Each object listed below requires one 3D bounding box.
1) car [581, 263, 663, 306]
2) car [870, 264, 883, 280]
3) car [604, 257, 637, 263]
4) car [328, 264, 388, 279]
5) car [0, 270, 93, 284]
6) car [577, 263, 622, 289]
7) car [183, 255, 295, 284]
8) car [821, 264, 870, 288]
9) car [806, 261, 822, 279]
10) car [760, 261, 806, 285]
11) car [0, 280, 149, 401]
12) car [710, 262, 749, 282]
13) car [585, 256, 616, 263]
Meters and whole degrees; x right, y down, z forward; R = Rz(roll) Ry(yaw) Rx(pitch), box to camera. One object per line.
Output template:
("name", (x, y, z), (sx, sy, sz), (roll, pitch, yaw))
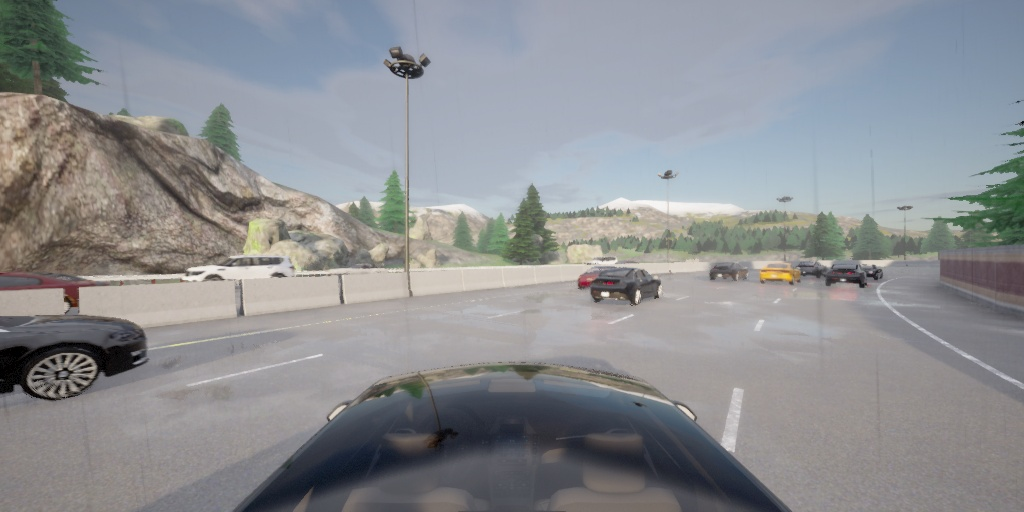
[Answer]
("car", (5.212, 1.255, 15.995), (1.837, 1.490, 4.892), (0, 0, 39))
("car", (30.429, 1.351, 30.913), (4.718, 1.301, 1.895), (0, 0, -39))
("car", (14.193, 1.238, 45.044), (5.008, 1.535, 1.882), (0, 0, -40))
("car", (-13.670, 1.351, 31.919), (1.895, 1.301, 4.718), (0, 0, 40))
("car", (-16.185, 1.227, 10.765), (1.882, 1.535, 5.008), (0, 0, 33))
("car", (5.734, 1.313, 21.953), (1.994, 1.385, 4.181), (0, 0, 41))
("car", (-16.708, 0.971, 22.362), (2.150, 2.045, 5.566), (0, 0, 36))
("car", (22.485, 1.255, 24.084), (4.892, 1.490, 1.837), (0, 0, -43))
("car", (27.713, 1.241, 33.200), (4.902, 1.511, 2.128), (0, 0, -39))
("car", (19.769, 1.228, 26.330), (5.008, 1.535, 1.882), (0, 0, -44))
("car", (-7.733, 1.242, 4.175), (2.128, 1.511, 4.902), (0, 0, 32))
("car", (17.829, 1.253, 29.329), (4.892, 1.490, 1.837), (1, -1, -43))
("car", (11.971, 1.011, 47.749), (5.566, 2.045, 2.150), (0, 0, -40))
